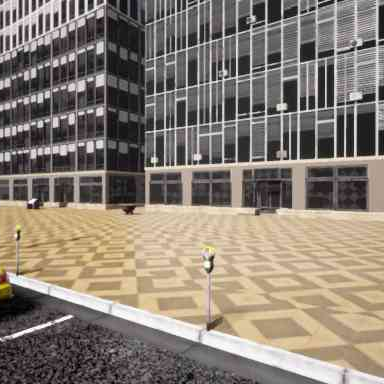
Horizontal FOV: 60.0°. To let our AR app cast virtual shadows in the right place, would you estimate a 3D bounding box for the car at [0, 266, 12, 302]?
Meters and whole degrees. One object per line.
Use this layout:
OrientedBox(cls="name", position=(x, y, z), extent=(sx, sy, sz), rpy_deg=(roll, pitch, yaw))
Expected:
OrientedBox(cls="car", position=(-5.565, 1.526, 6.835), extent=(4.829, 1.417, 1.752), rpy_deg=(0, 0, 35))
